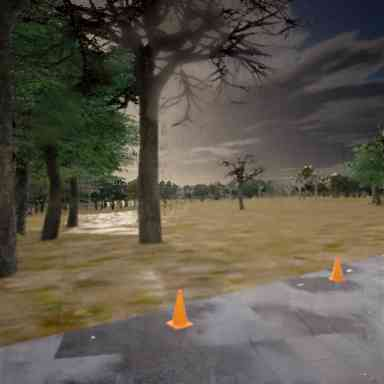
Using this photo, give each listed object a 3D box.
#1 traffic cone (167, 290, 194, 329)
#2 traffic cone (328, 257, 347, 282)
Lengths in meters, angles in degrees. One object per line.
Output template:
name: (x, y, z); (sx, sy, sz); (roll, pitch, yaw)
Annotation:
traffic cone: (-0.202, 1.974, 5.705); (0.340, 0.580, 0.340); (0, 0, -36)
traffic cone: (3.786, 1.986, 8.659); (0.340, 0.580, 0.340); (0, 0, -37)
